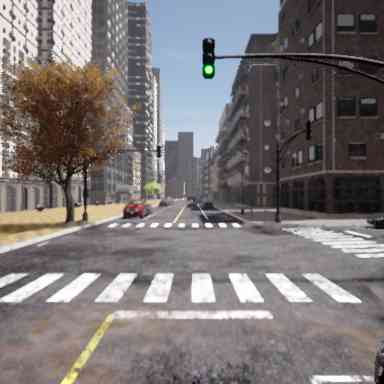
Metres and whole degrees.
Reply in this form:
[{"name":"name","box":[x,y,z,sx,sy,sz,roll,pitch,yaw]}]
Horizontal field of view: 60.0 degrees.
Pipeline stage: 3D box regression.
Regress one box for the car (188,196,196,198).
[{"name":"car","box":[-0.015,1.908,73.821,2.150,2.045,5.566,0,-1,0]}]

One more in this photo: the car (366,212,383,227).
[{"name":"car","box":[13.421,1.569,21.067,4.403,1.369,2.008,-1,0,-1]}]

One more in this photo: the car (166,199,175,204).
[{"name":"car","box":[-5.711,2.573,89.268,2.008,1.369,4.403,0,-1,0]}]

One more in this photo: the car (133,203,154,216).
[{"name":"car","box":[-5.700,2.000,39.565,1.947,1.339,4.313,0,-1,0]}]

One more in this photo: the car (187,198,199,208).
[{"name":"car","box":[-0.014,2.314,63.809,1.895,1.301,4.718,0,-1,0]}]

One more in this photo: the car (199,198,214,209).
[{"name":"car","box":[2.678,2.189,56.134,1.947,1.339,4.313,0,-1,0]}]

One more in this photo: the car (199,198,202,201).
[{"name":"car","box":[2.676,2.215,61.827,1.752,1.417,4.829,0,-1,0]}]

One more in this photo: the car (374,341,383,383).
[{"name":"car","box":[2.689,1.570,1.658,2.008,1.369,4.403,0,-1,0]}]

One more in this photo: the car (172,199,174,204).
[{"name":"car","box":[-5.707,2.134,72.703,2.192,1.841,5.009,0,-1,0]}]

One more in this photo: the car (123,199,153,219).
[{"name":"car","box":[-5.699,1.687,34.045,2.192,1.841,5.009,0,-1,0]}]

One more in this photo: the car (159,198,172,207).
[{"name":"car","box":[-5.706,2.319,67.178,1.947,1.339,4.313,0,-1,0]}]

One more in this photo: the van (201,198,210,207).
[{"name":"van","box":[2.675,2.095,67.182,1.690,1.788,3.998,0,-1,0]}]

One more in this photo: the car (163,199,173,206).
[{"name":"car","box":[-5.708,2.438,78.223,2.008,1.369,4.403,0,-1,0]}]
